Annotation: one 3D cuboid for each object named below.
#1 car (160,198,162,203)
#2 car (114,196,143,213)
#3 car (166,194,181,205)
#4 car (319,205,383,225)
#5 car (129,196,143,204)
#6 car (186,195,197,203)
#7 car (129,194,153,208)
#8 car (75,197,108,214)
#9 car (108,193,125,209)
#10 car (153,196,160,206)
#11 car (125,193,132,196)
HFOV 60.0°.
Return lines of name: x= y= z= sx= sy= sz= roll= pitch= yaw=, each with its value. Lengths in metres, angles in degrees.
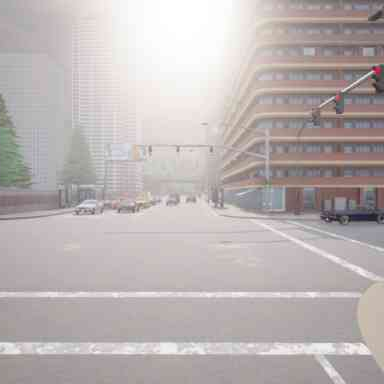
car: x=-7.137 y=1.533 z=66.771 sx=1.812 sy=1.442 sz=4.674 roll=0 pitch=0 yaw=0
car: x=-7.148 y=1.530 z=37.729 sx=1.812 sy=1.442 sz=4.674 roll=0 pitch=0 yaw=0
car: x=-3.497 y=1.553 z=58.152 sx=2.033 sy=1.411 sz=5.357 roll=0 pitch=0 yaw=0
car: x=11.384 y=1.548 z=23.161 sx=4.718 sy=1.301 sz=1.895 roll=0 pitch=0 yaw=-13
car: x=-10.651 y=1.512 z=63.984 sx=1.837 sy=1.490 sz=4.892 roll=0 pitch=0 yaw=0
car: x=-0.117 y=1.358 z=69.643 sx=2.097 sy=1.767 sz=4.553 roll=0 pitch=0 yaw=0
car: x=-7.177 y=1.483 z=47.068 sx=1.882 sy=1.535 sz=5.008 roll=0 pitch=0 yaw=0
car: x=-10.658 y=1.529 z=34.891 sx=1.812 sy=1.442 sz=4.674 roll=0 pitch=0 yaw=2
car: x=-10.672 y=1.357 z=43.838 sx=2.097 sy=1.767 sz=4.553 roll=0 pitch=0 yaw=0
car: x=-7.179 y=1.497 z=56.547 sx=2.128 sy=1.511 sz=4.902 roll=0 pitch=0 yaw=0
car: x=-10.683 y=1.227 z=53.566 sx=2.150 sy=2.045 sz=5.566 roll=0 pitch=0 yaw=0
